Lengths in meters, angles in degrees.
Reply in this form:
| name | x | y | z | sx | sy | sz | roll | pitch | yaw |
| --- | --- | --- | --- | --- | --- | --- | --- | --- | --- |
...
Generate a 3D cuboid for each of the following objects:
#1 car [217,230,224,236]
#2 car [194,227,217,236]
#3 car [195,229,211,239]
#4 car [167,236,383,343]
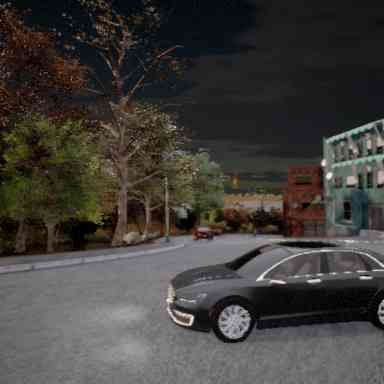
| name | x | y | z | sx | sy | sz | roll | pitch | yaw |
| --- | --- | --- | --- | --- | --- | --- | --- | --- | --- |
| car | 4.245 | 7.320 | 59.038 | 1.895 | 1.301 | 4.718 | -1 | -7 | 18 |
| car | 1.261 | 4.576 | 36.586 | 1.882 | 1.535 | 5.008 | -1 | -7 | -2 |
| car | 1.589 | 5.873 | 46.623 | 1.895 | 1.301 | 4.718 | -1 | -7 | 7 |
| car | 1.971 | 1.743 | 6.479 | 4.892 | 1.490 | 1.837 | 0 | -2 | -10 |
